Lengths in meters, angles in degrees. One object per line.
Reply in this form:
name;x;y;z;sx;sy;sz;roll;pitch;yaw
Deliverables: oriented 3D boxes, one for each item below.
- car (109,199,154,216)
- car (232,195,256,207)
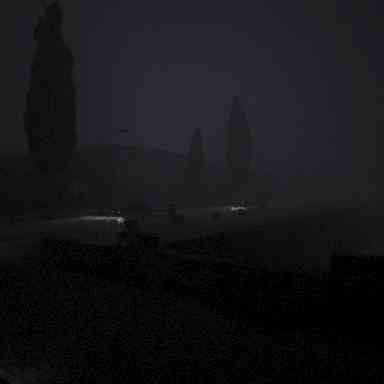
car;-5.746;1.496;31.957;1.837;1.490;4.892;0;0;35
car;8.041;1.343;51.184;2.097;1.767;4.553;0;0;36
